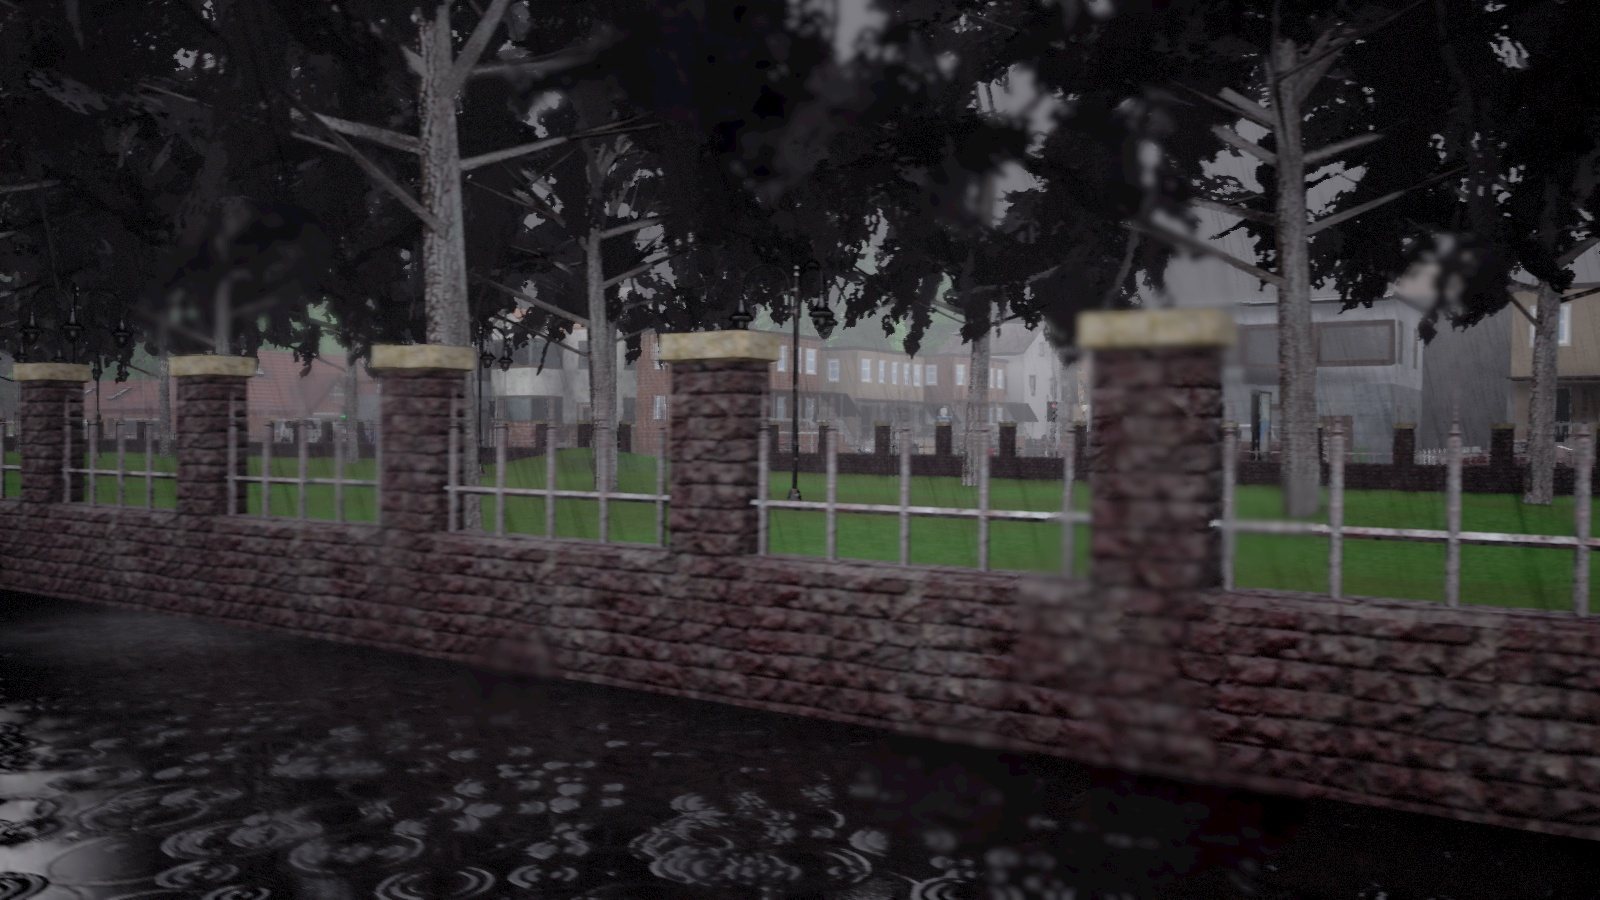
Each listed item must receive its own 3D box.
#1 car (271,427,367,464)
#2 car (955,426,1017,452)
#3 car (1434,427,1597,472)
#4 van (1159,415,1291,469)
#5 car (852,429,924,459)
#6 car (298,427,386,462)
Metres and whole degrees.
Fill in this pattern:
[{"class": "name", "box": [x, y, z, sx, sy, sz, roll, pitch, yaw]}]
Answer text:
[{"class": "car", "box": [-27.663, -0.284, 72.171, 5.566, 2.045, 2.150, 0, 1, 32]}, {"class": "car", "box": [12.481, -0.748, 83.917, 2.152, 1.651, 5.027, 0, 1, 34]}, {"class": "car", "box": [24.185, -0.042, 42.496, 4.674, 1.442, 1.812, 0, 1, 34]}, {"class": "van", "box": [16.171, -0.315, 47.827, 4.442, 1.987, 1.775, 0, 1, 34]}, {"class": "car", "box": [5.174, -0.381, 72.970, 2.033, 1.649, 4.856, 0, 1, 34]}, {"class": "car", "box": [-28.274, -0.351, 77.456, 5.566, 2.045, 2.150, 0, 1, 34]}]
